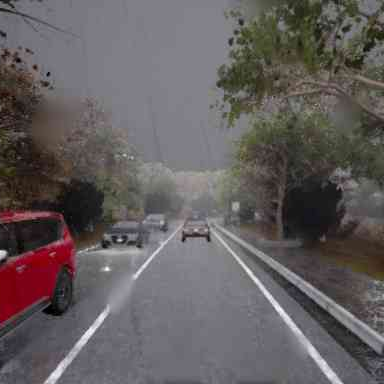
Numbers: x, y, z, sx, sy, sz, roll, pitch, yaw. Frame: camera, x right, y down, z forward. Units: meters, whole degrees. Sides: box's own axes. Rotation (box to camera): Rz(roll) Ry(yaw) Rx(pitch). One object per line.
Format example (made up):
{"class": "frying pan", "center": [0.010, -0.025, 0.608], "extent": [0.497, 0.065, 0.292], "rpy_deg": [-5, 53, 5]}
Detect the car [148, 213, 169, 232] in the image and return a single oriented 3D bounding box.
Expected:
{"class": "car", "center": [-3.326, 2.758, 30.768], "extent": [2.097, 1.767, 4.553], "rpy_deg": [0, -3, 1]}

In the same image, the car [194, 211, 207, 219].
{"class": "car", "center": [2.011, 5.370, 78.712], "extent": [2.097, 1.767, 4.553], "rpy_deg": [0, -3, 14]}

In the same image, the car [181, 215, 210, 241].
{"class": "car", "center": [0.262, 2.478, 22.324], "extent": [2.033, 1.411, 5.357], "rpy_deg": [0, -3, 0]}

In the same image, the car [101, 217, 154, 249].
{"class": "car", "center": [-3.449, 2.231, 17.903], "extent": [1.994, 1.385, 4.181], "rpy_deg": [0, -3, 1]}

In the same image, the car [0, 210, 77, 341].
{"class": "car", "center": [-3.569, 1.322, 5.030], "extent": [2.150, 2.045, 5.566], "rpy_deg": [0, -2, 0]}

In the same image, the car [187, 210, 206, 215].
{"class": "car", "center": [0.546, 3.447, 44.773], "extent": [2.150, 2.045, 5.566], "rpy_deg": [0, -3, 2]}
